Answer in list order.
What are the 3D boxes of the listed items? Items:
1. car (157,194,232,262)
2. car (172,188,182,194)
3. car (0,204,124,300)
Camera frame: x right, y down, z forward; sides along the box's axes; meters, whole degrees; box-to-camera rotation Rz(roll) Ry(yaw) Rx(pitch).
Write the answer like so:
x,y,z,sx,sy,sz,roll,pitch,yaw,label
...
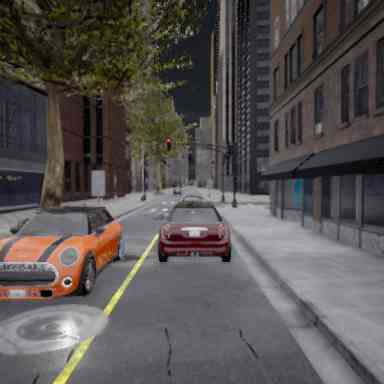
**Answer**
x,y,z,sx,sy,sz,roll,pitch,yaw,label
0.077,1.108,11.191,2.097,1.767,4.553,0,1,0,car
-3.060,0.015,69.268,1.882,1.535,5.008,0,1,0,car
-3.103,1.173,8.149,2.097,1.767,4.553,0,1,0,car
